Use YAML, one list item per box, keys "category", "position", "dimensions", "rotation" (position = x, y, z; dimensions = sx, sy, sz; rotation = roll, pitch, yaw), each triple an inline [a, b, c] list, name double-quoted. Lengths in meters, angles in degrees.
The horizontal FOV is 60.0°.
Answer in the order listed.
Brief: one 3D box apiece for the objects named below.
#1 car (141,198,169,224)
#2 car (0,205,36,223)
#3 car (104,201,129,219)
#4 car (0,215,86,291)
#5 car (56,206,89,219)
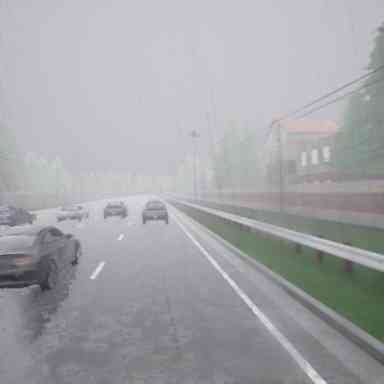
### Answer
- category: "car"
  position: [-2.782, 1.521, 25.156]
  dimensions: [2.128, 1.511, 4.902]
  rotation: [-2, 0, -7]
- category: "car"
  position: [-13.275, 1.873, 24.573]
  dimensions: [2.033, 1.411, 5.357]
  rotation: [-2, 0, -7]
- category: "car"
  position: [-6.982, 1.629, 30.830]
  dimensions: [2.128, 1.511, 4.902]
  rotation: [-2, 0, -7]
- category: "car"
  position: [-4.371, 1.631, 9.069]
  dimensions: [1.812, 1.442, 4.674]
  rotation: [-2, 0, -7]
- category: "car"
  position: [-10.292, 1.834, 29.081]
  dimensions: [1.895, 1.301, 4.718]
  rotation: [-2, 0, -7]
